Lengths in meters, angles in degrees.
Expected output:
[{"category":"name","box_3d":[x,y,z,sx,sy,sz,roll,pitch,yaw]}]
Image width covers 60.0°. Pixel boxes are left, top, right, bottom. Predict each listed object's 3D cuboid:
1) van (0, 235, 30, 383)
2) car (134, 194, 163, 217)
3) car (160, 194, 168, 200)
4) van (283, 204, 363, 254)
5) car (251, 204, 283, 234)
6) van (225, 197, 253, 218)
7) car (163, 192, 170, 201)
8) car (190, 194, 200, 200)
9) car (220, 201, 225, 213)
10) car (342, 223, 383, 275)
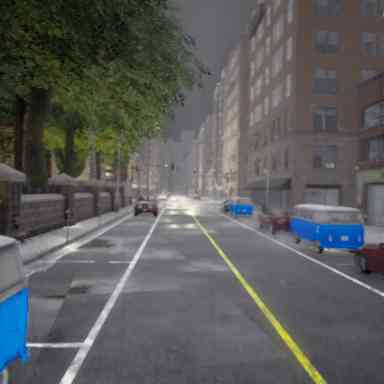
[{"category":"van","box_3d":[-2.512,1.284,1.970,1.690,1.788,3.998,1,0,-3]},{"category":"car","box_3d":[-4.051,1.171,30.218,2.192,1.841,5.009,1,0,-3]},{"category":"car","box_3d":[-7.028,1.193,84.728,1.887,1.381,4.507,1,0,-3]},{"category":"van","box_3d":[5.381,1.433,13.767,1.690,1.788,3.998,1,0,-3]},{"category":"car","box_3d":[5.069,1.619,19.419,1.887,1.381,4.507,1,0,-3]},{"category":"van","box_3d":[4.457,1.378,30.723,1.690,1.788,3.998,1,0,-3]},{"category":"car","box_3d":[-6.424,1.213,73.672,1.752,1.417,4.829,1,0,-3]},{"category":"car","box_3d":[1.186,1.251,90.670,1.967,1.590,4.097,1,0,-3]},{"category":"car","box_3d":[4.144,1.582,36.375,1.947,1.339,4.313,1,0,-3]},{"category":"car","box_3d":[5.684,1.690,8.115,1.802,1.307,4.206,1,0,-3]}]
